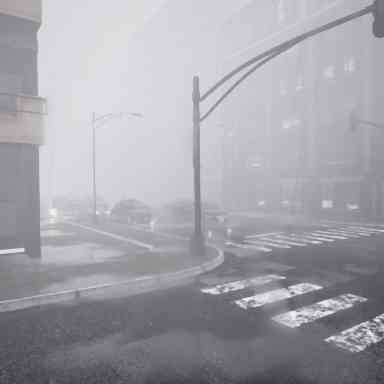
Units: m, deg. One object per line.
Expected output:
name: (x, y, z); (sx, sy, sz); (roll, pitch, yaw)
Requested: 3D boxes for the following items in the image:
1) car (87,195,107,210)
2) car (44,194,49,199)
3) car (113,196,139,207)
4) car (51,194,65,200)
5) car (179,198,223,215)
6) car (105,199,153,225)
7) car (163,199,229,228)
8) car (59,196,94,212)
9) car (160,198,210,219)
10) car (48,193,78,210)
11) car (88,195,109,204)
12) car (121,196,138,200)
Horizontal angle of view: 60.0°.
car: (-11.494, 1.397, 39.210); (2.033, 1.411, 5.357); (-1, 1, -35)
car: (-34.998, 1.075, 83.330); (1.752, 1.417, 4.829); (-1, 1, -35)
car: (-9.126, 1.266, 45.950); (1.752, 1.417, 4.829); (-1, 1, -35)
car: (-31.667, 1.124, 78.518); (2.008, 1.369, 4.403); (-1, 1, -35)
car: (0.757, 1.360, 31.856); (1.887, 1.381, 4.507); (-1, 1, -35)
car: (-4.417, 1.509, 24.199); (1.887, 1.381, 4.507); (-1, 1, -35)
car: (0.392, 1.434, 22.020); (2.128, 1.511, 4.902); (-1, 1, -35)
car: (-12.683, 1.448, 36.368); (2.008, 1.369, 4.403); (-1, 1, -35)
car: (-0.729, 1.341, 29.234); (1.882, 1.535, 5.008); (-1, 1, -34)
car: (-15.918, 1.313, 41.040); (1.967, 1.590, 4.097); (-1, 1, -35)
car: (-15.594, 1.217, 55.295); (1.752, 1.417, 4.829); (-1, 1, -35)
car: (-5.493, 1.374, 30.526); (1.882, 1.535, 5.008); (-1, 1, -35)
